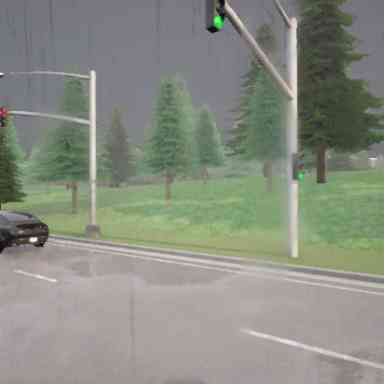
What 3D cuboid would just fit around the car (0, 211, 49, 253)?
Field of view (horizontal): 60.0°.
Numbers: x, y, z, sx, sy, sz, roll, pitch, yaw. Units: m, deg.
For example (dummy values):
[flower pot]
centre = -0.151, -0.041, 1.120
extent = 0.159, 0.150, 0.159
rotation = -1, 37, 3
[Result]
[car]
centre = -7.960, 1.559, 13.968
extent = 4.892, 1.490, 1.837
rotation = 0, 0, 36
